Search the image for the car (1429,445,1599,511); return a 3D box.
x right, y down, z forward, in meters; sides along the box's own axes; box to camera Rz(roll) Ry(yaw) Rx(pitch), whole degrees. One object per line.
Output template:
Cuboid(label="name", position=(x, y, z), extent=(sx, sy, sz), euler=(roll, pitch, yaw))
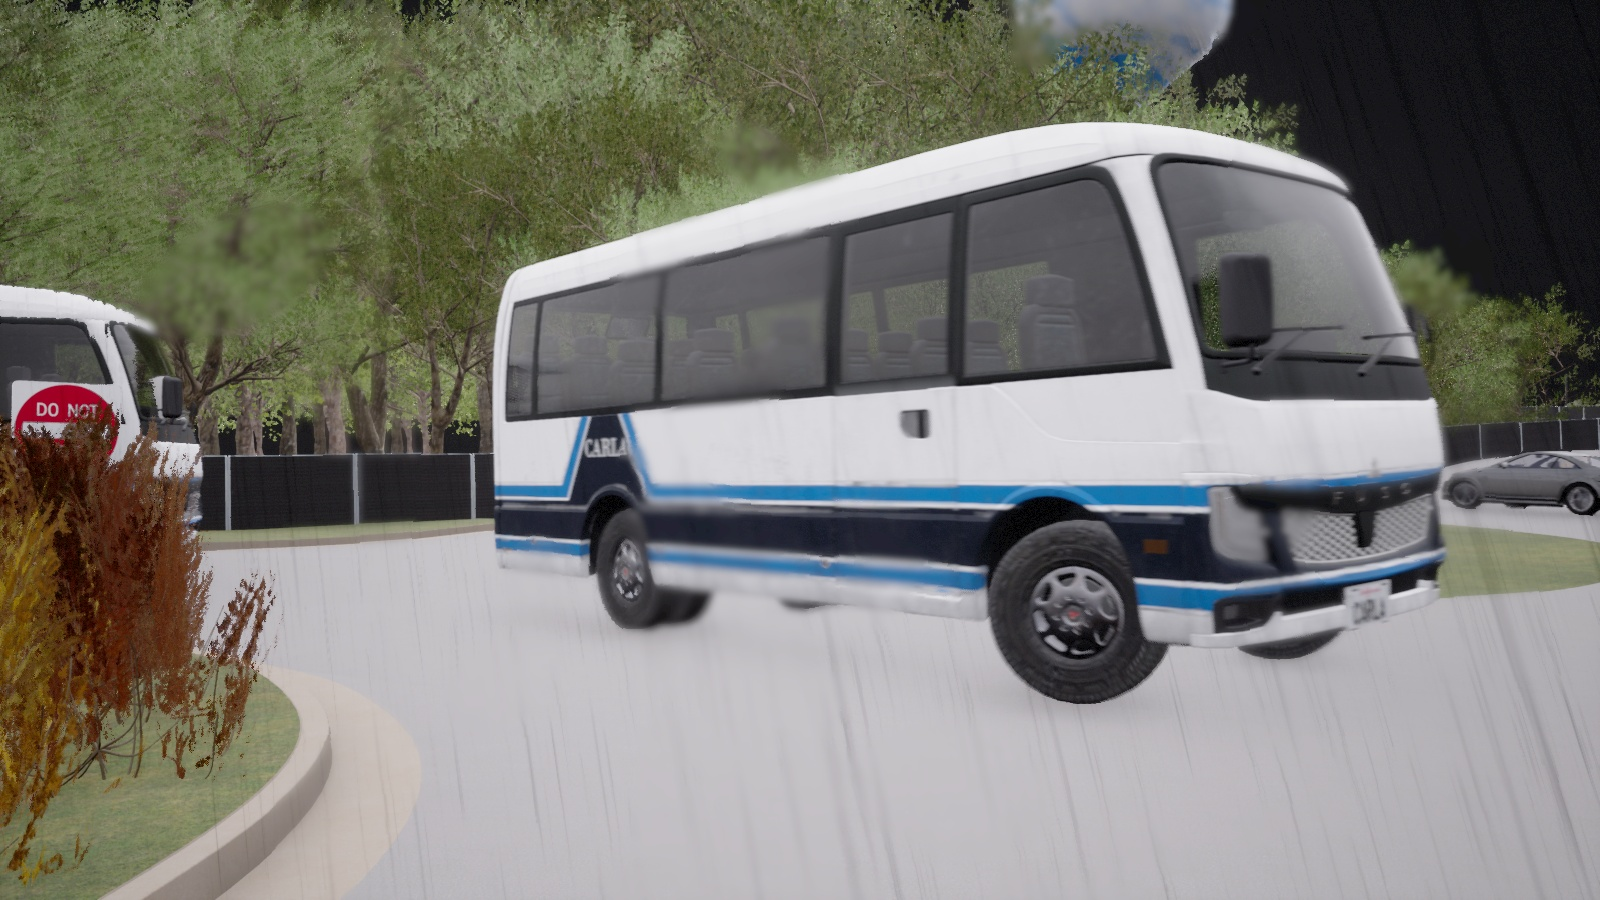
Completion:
Cuboid(label="car", position=(16.831, 0.587, 28.531), extent=(1.994, 1.385, 4.181), euler=(0, 0, -27))

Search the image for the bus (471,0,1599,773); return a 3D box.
Cuboid(label="bus", position=(1.113, -0.331, 11.895), extent=(3.944, 4.253, 10.273), euler=(-3, 0, -40))

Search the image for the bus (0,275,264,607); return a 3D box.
Cuboid(label="bus", position=(-13.251, -0.087, 17.348), extent=(10.273, 4.253, 3.944), euler=(0, 0, -14))
